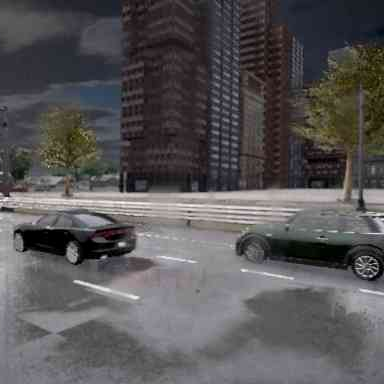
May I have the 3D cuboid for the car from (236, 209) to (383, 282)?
[{"bbox_3d":[3.619,1.311,10.003,4.553,1.767,2.097,1,1,35],"label":"car"}]

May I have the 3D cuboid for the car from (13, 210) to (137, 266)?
[{"bbox_3d":[-4.053,1.345,11.165,5.008,1.535,1.882,1,1,35],"label":"car"}]
